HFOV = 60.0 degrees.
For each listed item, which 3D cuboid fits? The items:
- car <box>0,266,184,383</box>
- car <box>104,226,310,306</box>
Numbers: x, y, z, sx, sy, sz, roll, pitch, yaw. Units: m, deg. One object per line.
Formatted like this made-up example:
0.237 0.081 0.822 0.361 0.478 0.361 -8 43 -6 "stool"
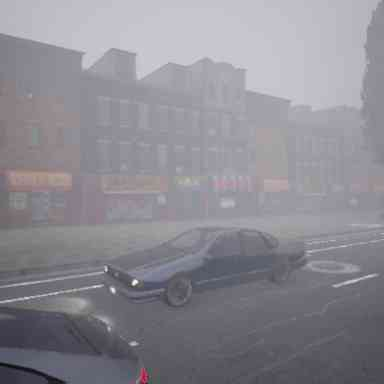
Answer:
-2.317 1.563 2.032 4.181 1.385 1.994 0 0 -35 "car"
0.611 1.560 8.109 5.357 1.411 2.033 0 0 -35 "car"
